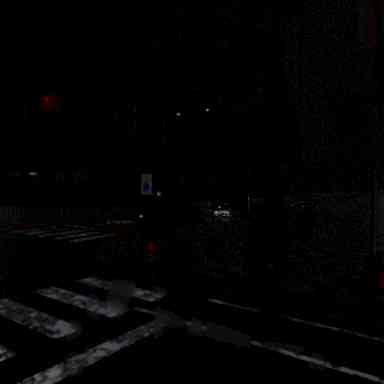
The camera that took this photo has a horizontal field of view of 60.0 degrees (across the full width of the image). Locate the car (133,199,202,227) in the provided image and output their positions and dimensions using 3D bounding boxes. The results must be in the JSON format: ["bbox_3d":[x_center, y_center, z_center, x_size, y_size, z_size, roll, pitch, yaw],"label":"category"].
[{"bbox_3d":[-1.312,1.130,20.025,1.882,1.535,5.008,1,1,36],"label":"car"}]

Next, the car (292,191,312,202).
[{"bbox_3d":[16.800,0.651,50.573,1.837,1.490,4.892,1,1,36],"label":"car"}]

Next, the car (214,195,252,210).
[{"bbox_3d":[4.084,0.976,32.903,2.033,1.411,5.357,1,1,35],"label":"car"}]
